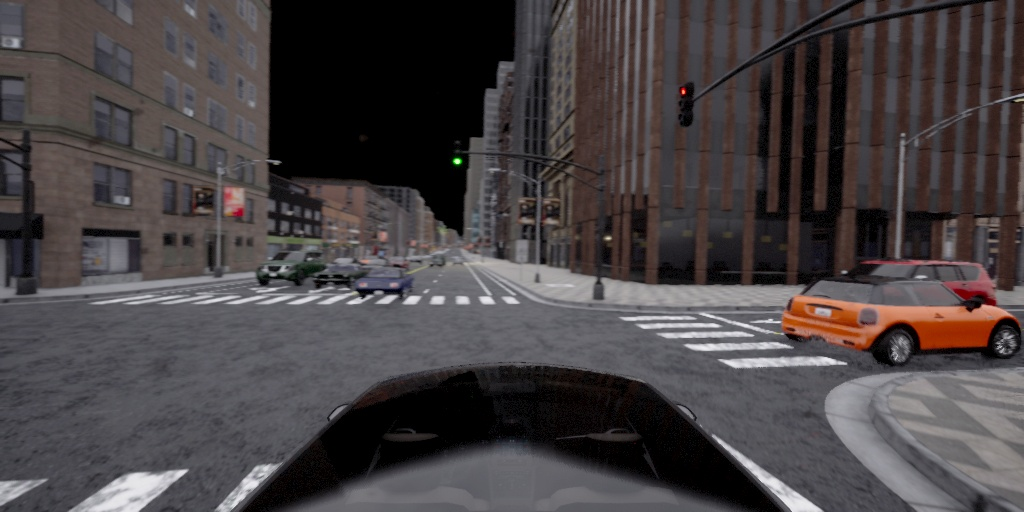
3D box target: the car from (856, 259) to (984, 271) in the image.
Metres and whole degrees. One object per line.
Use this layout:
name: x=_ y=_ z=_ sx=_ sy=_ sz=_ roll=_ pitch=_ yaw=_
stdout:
car: x=13.144 y=1.142 z=12.202 sx=5.566 sy=2.045 sz=2.150 roll=1 pitch=1 yaw=-9

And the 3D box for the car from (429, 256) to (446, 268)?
car: x=-11.048 y=1.025 z=52.387 sx=1.895 sy=1.301 sz=4.718 roll=1 pitch=0 yaw=-8

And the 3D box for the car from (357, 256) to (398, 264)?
car: x=-11.204 y=0.966 z=30.082 sx=1.837 sy=1.490 sz=4.892 roll=1 pitch=0 yaw=-9

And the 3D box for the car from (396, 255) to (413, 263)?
car: x=-12.642 y=0.765 z=39.809 sx=2.097 sy=1.767 sz=4.553 roll=1 pitch=0 yaw=-8

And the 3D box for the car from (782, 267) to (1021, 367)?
car: x=8.767 y=1.260 z=8.191 sx=4.553 sy=1.767 sz=2.097 roll=1 pitch=1 yaw=-13

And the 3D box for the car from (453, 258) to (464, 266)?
car: x=-9.447 y=0.984 z=63.018 sx=2.033 sy=1.411 sz=5.357 roll=1 pitch=0 yaw=-8

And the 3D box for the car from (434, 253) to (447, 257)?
car: x=-12.642 y=0.588 z=62.466 sx=2.150 sy=2.045 sz=5.566 roll=1 pitch=0 yaw=-8

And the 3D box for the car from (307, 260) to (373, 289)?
car: x=-9.827 y=1.106 z=20.914 sx=1.895 sy=1.301 sz=4.718 roll=1 pitch=0 yaw=-9

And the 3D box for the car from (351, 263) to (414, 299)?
car: x=-5.735 y=1.201 z=16.785 sx=1.895 sy=1.301 sz=4.718 roll=1 pitch=0 yaw=-8

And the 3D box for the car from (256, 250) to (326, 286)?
car: x=-13.293 y=0.649 z=22.083 sx=2.150 sy=2.045 sz=5.566 roll=1 pitch=0 yaw=-9

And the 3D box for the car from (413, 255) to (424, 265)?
car: x=-15.009 y=0.524 z=56.301 sx=1.882 sy=1.535 sz=5.008 roll=1 pitch=0 yaw=-8

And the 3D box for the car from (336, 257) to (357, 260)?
car: x=-14.785 y=0.857 z=31.966 sx=1.882 sy=1.535 sz=5.008 roll=1 pitch=0 yaw=-8
